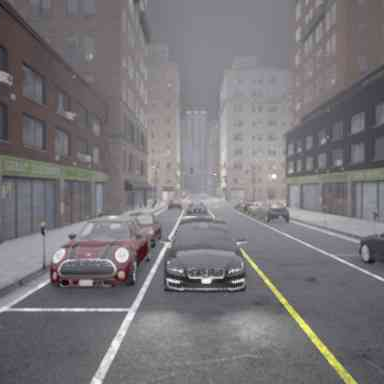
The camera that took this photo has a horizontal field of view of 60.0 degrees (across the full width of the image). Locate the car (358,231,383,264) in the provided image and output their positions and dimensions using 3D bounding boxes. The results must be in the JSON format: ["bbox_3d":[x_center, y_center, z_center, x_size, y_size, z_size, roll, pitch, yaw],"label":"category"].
[{"bbox_3d":[6.254,1.551,9.138,2.008,1.369,4.403,-1,0,0],"label":"car"}]

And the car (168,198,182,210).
[{"bbox_3d":[-2.151,1.526,42.686,1.887,1.381,4.507,-1,0,0],"label":"car"}]

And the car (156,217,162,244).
[{"bbox_3d":[-2.261,1.579,14.758,1.802,1.307,4.206,-1,0,0],"label":"car"}]

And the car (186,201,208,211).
[{"bbox_3d":[0.483,1.552,32.277,1.994,1.385,4.181,0,0,0],"label":"car"}]

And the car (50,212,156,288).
[{"bbox_3d":[-2.285,1.438,9.172,1.967,1.590,4.097,-1,0,0],"label":"car"}]

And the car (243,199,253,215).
[{"bbox_3d":[6.348,1.516,31.651,1.752,1.417,4.829,-1,0,0],"label":"car"}]

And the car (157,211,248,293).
[{"bbox_3d":[0.292,1.502,9.044,1.837,1.490,4.892,0,0,0],"label":"car"}]

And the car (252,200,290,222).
[{"bbox_3d":[6.324,1.545,25.896,2.008,1.369,4.403,-1,0,0],"label":"car"}]

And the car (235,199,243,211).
[{"bbox_3d":[6.371,1.552,37.068,1.947,1.339,4.313,-1,0,0],"label":"car"}]
